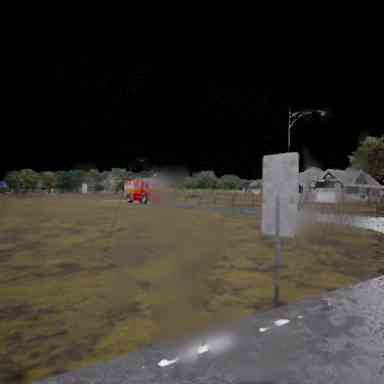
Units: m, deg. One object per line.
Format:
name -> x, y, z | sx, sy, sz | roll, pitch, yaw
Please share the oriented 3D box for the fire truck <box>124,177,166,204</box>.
fire truck -> -7.148, -0.213, 49.860 | 2.891, 3.827, 8.468 | 2, -1, -35
